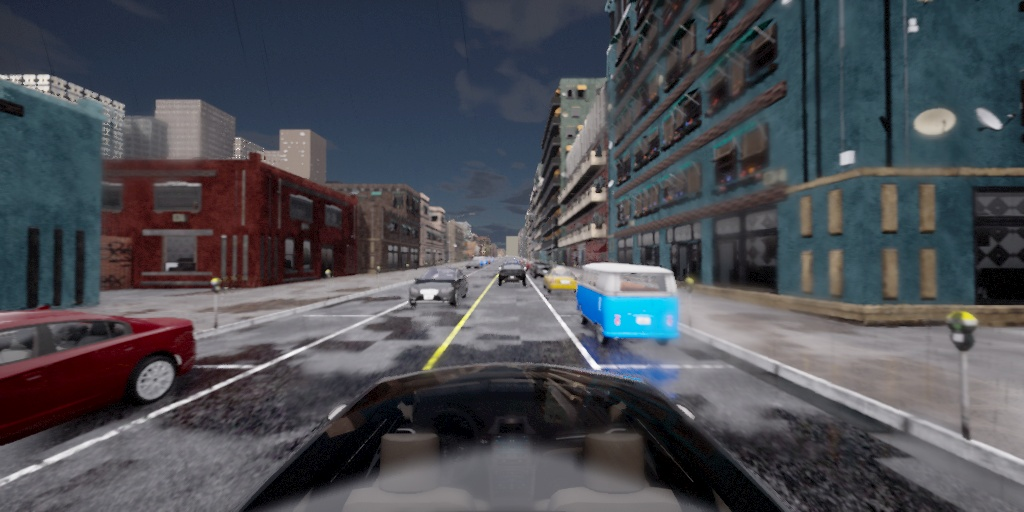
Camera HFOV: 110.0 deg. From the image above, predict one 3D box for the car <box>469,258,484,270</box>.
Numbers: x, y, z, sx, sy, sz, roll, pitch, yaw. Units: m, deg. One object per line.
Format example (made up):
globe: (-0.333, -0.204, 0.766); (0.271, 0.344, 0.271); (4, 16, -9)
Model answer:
car: (-5.692, 1.299, 53.818); (1.948, 1.339, 4.313); (0, 0, 0)

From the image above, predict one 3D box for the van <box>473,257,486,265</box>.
van: (-5.692, 1.069, 59.399); (1.690, 1.789, 3.998); (0, 0, 0)

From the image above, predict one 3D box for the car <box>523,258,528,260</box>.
car: (2.689, 1.283, 48.280); (1.888, 1.381, 4.507); (0, 0, 0)

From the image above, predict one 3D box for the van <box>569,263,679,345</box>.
van: (2.691, 1.093, 9.214); (1.690, 1.789, 3.998); (0, 0, 0)

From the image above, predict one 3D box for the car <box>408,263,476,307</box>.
car: (-3.020, 1.245, 15.548); (2.128, 1.511, 4.902); (0, 0, 0)

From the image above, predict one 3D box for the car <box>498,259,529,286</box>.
car: (0.037, 1.228, 25.721); (1.882, 1.535, 5.008); (0, 0, 1)

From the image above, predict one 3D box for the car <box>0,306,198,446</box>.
car: (-5.689, 1.295, 3.596); (1.888, 1.381, 4.507); (0, 0, 0)

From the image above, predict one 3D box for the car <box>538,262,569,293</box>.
car: (2.690, 1.277, 20.544); (1.751, 1.417, 4.829); (0, 0, 0)

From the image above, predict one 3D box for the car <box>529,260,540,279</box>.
car: (2.690, 1.315, 31.537); (1.948, 1.339, 4.313); (0, 0, 0)
